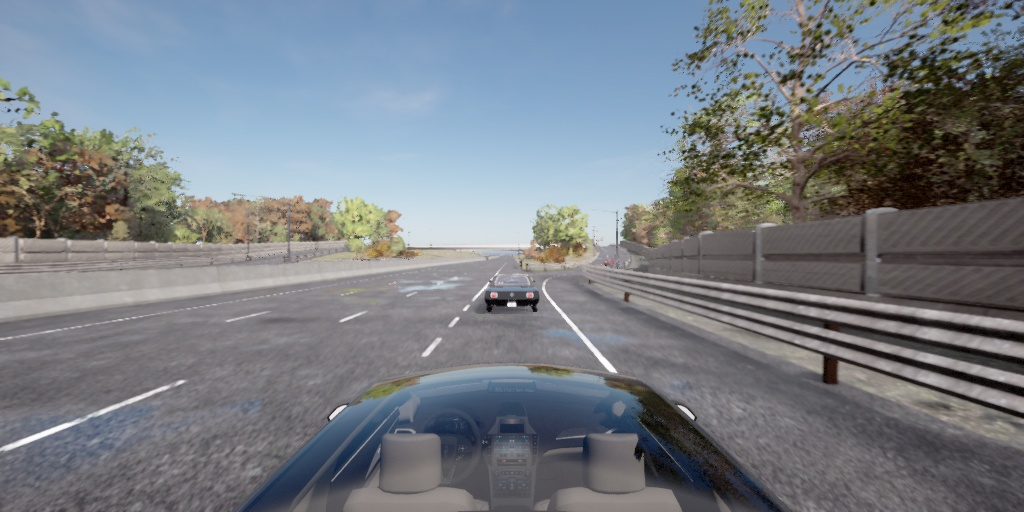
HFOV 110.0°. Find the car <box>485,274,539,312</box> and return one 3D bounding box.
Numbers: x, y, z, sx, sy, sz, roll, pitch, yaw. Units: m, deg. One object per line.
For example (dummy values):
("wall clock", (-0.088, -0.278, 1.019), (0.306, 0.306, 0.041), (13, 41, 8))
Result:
("car", (0.013, 1.357, 14.352), (1.895, 1.301, 4.718), (0, 0, 0))
